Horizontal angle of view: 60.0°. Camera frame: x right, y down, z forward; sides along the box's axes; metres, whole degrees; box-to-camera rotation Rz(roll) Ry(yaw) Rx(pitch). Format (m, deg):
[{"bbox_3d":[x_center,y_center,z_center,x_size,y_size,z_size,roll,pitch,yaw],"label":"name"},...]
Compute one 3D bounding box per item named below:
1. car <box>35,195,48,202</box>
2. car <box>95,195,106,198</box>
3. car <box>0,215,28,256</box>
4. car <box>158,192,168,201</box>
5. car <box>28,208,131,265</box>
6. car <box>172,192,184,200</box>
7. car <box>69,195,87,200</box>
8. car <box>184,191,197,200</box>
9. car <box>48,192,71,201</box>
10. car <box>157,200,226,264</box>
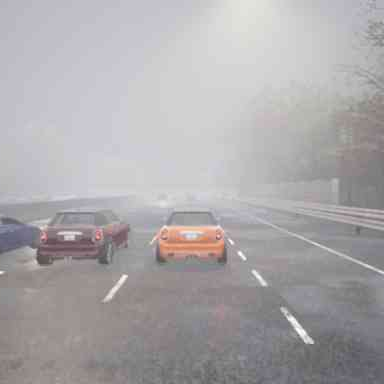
[{"bbox_3d":[-27.973,1.347,63.153,1.882,1.535,5.008,0,0,0],"label":"car"},{"bbox_3d":[-17.559,1.367,63.424,2.128,1.511,4.902,0,0,0],"label":"car"},{"bbox_3d":[-7.013,1.505,11.625,1.812,1.442,4.674,0,0,0],"label":"car"},{"bbox_3d":[-7.066,1.014,81.254,2.150,2.045,5.566,0,0,0],"label":"car"},{"bbox_3d":[-3.516,1.325,11.680,2.097,1.767,4.553,0,0,0],"label":"car"},{"bbox_3d":[-3.562,1.272,77.289,1.882,1.535,5.008,0,0,0],"label":"car"},{"bbox_3d":[-21.052,1.488,63.297,1.895,1.301,4.718,0,0,0],"label":"car"},{"bbox_3d":[-0.058,1.160,71.366,2.097,1.767,4.553,0,0,0],"label":"car"},{"bbox_3d":[-24.552,1.117,63.171,2.150,2.045,5.566,0,0,0],"label":"car"},{"bbox_3d":[-0.014,1.319,11.843,2.097,1.767,4.553,0,0,0],"label":"car"}]
